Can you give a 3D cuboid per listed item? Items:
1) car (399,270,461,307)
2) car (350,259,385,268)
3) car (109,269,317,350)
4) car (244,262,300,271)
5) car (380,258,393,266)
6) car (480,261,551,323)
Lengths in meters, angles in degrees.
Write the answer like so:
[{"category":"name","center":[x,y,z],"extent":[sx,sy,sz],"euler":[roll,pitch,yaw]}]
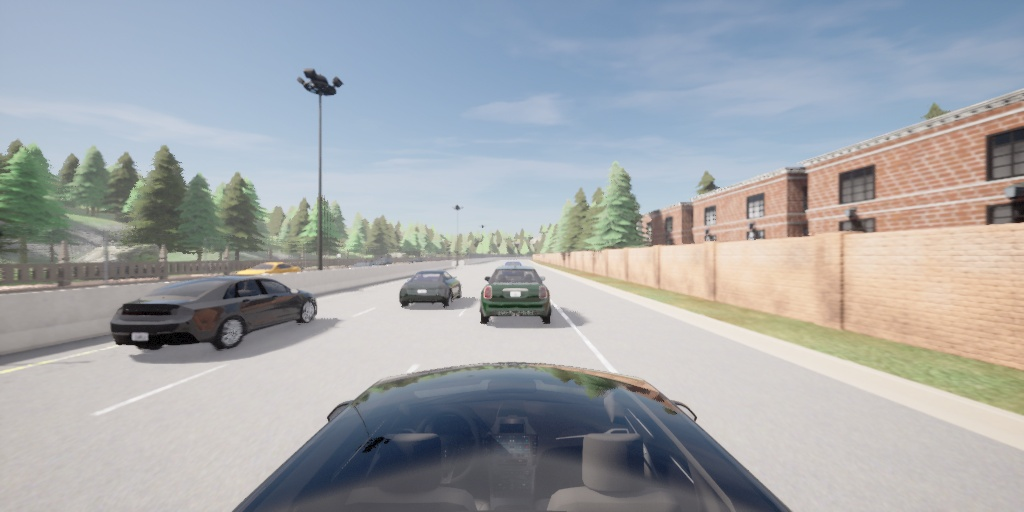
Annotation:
[{"category":"car","center":[-3.401,1.312,15.552],"extent":[1.994,1.385,4.181],"euler":[0,0,0]},{"category":"car","center":[-14.076,1.271,34.096],"extent":[1.812,1.442,4.674],"euler":[0,0,0]},{"category":"car","center":[-6.901,1.254,9.076],"extent":[1.837,1.490,4.892],"euler":[0,0,0]},{"category":"car","center":[-17.591,1.224,26.141],"extent":[1.882,1.535,5.008],"euler":[0,0,0]},{"category":"car","center":[-21.007,1.092,58.238],"extent":[2.097,1.767,4.553],"euler":[0,0,0]},{"category":"car","center":[0.099,1.101,12.260],"extent":[2.097,1.767,4.553],"euler":[0,0,0]}]
